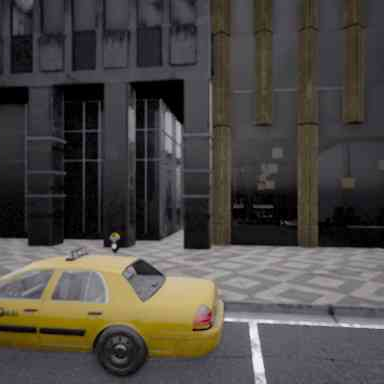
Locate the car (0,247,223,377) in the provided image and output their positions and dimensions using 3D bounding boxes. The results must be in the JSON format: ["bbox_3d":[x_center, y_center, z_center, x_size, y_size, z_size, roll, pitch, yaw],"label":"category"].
[{"bbox_3d":[-1.964,1.536,4.973,4.829,1.417,1.752,0,0,7],"label":"car"}]
